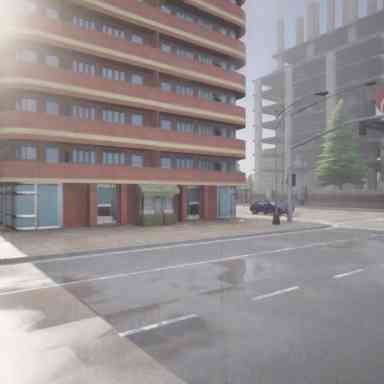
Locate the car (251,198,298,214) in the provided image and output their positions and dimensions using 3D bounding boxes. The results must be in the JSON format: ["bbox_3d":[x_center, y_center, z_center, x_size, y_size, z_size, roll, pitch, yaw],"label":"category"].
[{"bbox_3d":[8.993,1.503,36.638,1.837,1.490,4.892,0,0,-36],"label":"car"}]

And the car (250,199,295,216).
[{"bbox_3d":[7.674,1.524,32.509,1.812,1.442,4.674,0,0,-36],"label":"car"}]
